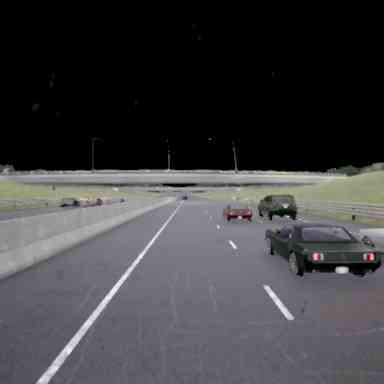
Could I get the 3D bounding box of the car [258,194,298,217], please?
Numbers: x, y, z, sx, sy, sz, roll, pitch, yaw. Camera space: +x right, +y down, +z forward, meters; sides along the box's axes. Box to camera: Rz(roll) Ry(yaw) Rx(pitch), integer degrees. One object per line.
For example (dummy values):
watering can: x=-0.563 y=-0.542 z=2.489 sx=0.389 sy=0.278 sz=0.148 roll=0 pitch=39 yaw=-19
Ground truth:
car: x=7.006 y=1.208 z=27.639 sx=2.150 sy=2.045 sz=5.566 roll=0 pitch=0 yaw=0

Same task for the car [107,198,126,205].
car: x=-10.839 y=1.562 z=47.983 sx=1.882 sy=1.535 sz=5.008 roll=0 pitch=0 yaw=0

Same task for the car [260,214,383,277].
car: x=3.582 y=1.578 z=10.160 sx=1.895 sy=1.301 sz=4.718 roll=0 pitch=0 yaw=0

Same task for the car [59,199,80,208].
car: x=-17.840 y=1.655 z=48.785 sx=1.994 sy=1.385 sz=4.181 roll=0 pitch=0 yaw=0

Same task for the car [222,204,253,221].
car: x=3.512 y=1.586 z=26.642 sx=1.895 sy=1.301 sz=4.718 roll=0 pitch=0 yaw=0

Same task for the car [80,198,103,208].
car: x=-14.344 y=1.617 z=48.783 sx=1.812 sy=1.442 sz=4.674 roll=0 pitch=0 yaw=0
